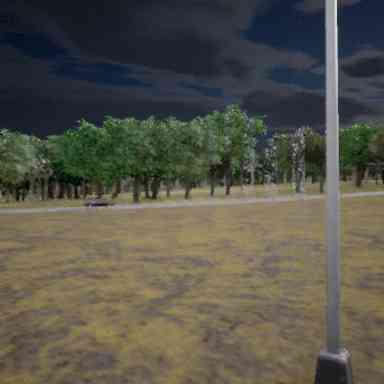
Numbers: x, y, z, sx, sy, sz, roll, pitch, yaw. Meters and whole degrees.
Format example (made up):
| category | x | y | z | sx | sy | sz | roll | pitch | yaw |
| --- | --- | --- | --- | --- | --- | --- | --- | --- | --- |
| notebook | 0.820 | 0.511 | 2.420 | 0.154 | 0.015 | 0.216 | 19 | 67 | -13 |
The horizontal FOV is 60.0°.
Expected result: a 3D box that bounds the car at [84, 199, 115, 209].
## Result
| category | x | y | z | sx | sy | sz | roll | pitch | yaw |
| --- | --- | --- | --- | --- | --- | --- | --- | --- | --- |
| car | -14.983 | 1.851 | 53.842 | 4.892 | 1.490 | 1.837 | -1 | 1 | -20 |
